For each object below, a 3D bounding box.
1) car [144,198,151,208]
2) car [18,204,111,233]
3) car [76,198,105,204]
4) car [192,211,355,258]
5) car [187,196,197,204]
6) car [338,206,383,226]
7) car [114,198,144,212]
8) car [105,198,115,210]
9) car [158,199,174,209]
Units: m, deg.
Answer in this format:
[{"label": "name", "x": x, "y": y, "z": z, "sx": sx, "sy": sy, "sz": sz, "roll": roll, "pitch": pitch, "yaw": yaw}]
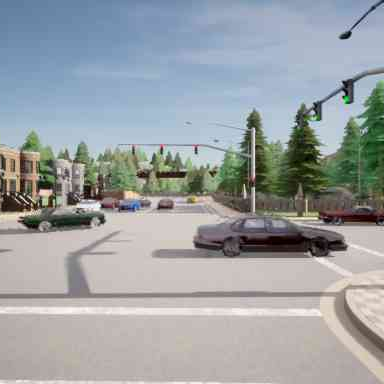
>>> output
[{"label": "car", "x": -7.146, "y": 1.564, "z": 48.306, "sx": 1.994, "sy": 1.385, "sz": 4.181, "roll": 0, "pitch": 0, "yaw": 0}, {"label": "car", "x": -7.624, "y": 1.601, "z": 19.885, "sx": 4.718, "sy": 1.301, "sz": 1.895, "roll": 0, "pitch": 0, "yaw": -39}, {"label": "car", "x": -10.652, "y": 1.526, "z": 33.980, "sx": 1.812, "sy": 1.442, "sz": 4.674, "roll": 0, "pitch": 0, "yaw": 0}, {"label": "car", "x": 2.683, "y": 1.548, "z": 12.145, "sx": 5.357, "sy": 1.411, "sz": 2.033, "roll": 0, "pitch": 0, "yaw": 1}, {"label": "car", "x": -0.007, "y": 1.477, "z": 64.870, "sx": 1.882, "sy": 1.535, "sz": 5.008, "roll": 0, "pitch": 0, "yaw": 0}, {"label": "car", "x": 11.151, "y": 1.601, "z": 22.850, "sx": 4.718, "sy": 1.301, "sz": 1.895, "roll": 0, "pitch": 0, "yaw": 2}, {"label": "car", "x": -7.158, "y": 1.477, "z": 38.319, "sx": 1.882, "sy": 1.535, "sz": 5.008, "roll": 0, "pitch": 0, "yaw": 0}, {"label": "car", "x": -10.658, "y": 1.477, "z": 43.033, "sx": 1.882, "sy": 1.535, "sz": 5.008, "roll": 0, "pitch": 0, "yaw": 0}, {"label": "car", "x": -3.475, "y": 1.564, "z": 44.647, "sx": 1.994, "sy": 1.385, "sz": 4.181, "roll": 0, "pitch": 0, "yaw": 0}]
